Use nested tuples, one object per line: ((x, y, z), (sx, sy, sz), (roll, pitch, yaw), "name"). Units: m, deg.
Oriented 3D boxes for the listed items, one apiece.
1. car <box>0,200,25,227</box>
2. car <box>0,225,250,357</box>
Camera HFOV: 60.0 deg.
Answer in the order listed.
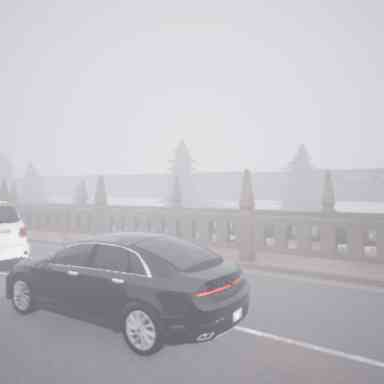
((-7.084, 1.235, 9.450), (5.566, 2.045, 2.150), (0, 0, 29), "car")
((-1.397, 1.500, 6.036), (4.892, 1.490, 1.837), (0, 0, 33), "car")
